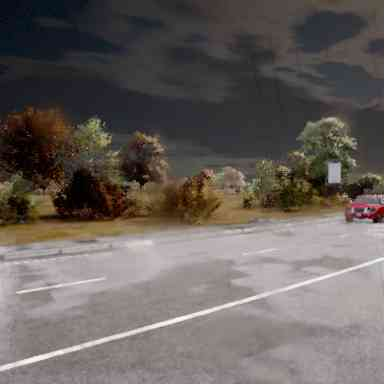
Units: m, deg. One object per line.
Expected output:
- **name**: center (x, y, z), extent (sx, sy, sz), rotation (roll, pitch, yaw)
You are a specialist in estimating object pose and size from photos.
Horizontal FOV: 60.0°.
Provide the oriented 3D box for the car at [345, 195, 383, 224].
- **car**: center (13.684, 1.252, 25.539), extent (2.150, 2.045, 5.566), rotation (0, 0, 44)
